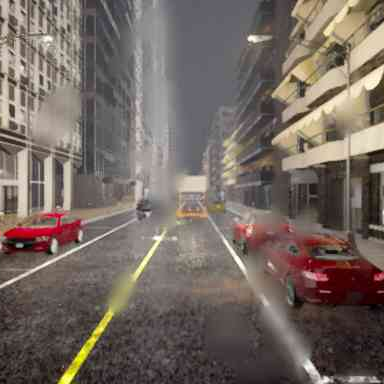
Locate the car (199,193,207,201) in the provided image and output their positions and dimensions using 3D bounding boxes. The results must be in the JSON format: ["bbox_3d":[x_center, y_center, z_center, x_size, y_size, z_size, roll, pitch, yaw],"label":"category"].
[{"bbox_3d":[2.678,1.354,64.061,1.967,1.590,4.097,0,0,0],"label":"car"}]

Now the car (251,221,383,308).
[{"bbox_3d":[2.690,1.569,7.576,1.802,1.307,4.206,0,0,0],"label":"car"}]

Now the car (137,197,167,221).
[{"bbox_3d":[-3.102,1.449,26.434,2.128,1.511,4.902,0,0,0],"label":"car"}]

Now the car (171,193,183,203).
[{"bbox_3d":[-3.019,1.166,67.064,2.150,2.045,5.566,0,0,0],"label":"car"}]

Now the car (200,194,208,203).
[{"bbox_3d":[2.680,1.475,52.765,2.008,1.369,4.403,0,0,0],"label":"car"}]

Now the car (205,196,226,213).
[{"bbox_3d":[2.684,1.470,35.988,1.752,1.417,4.829,0,0,0],"label":"car"}]

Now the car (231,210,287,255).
[{"bbox_3d":[2.688,1.418,13.225,1.967,1.590,4.097,0,0,0],"label":"car"}]

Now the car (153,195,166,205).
[{"bbox_3d":[-5.702,1.359,58.412,1.967,1.590,4.097,0,0,0],"label":"car"}]

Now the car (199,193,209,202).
[{"bbox_3d":[2.676,1.220,75.358,2.192,1.841,5.009,0,0,0],"label":"car"}]

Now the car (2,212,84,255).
[{"bbox_3d":[-5.692,1.522,13.223,1.887,1.381,4.507,0,0,0],"label":"car"}]

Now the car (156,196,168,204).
[{"bbox_3d":[-5.703,1.439,63.889,1.752,1.417,4.829,0,0,0],"label":"car"}]

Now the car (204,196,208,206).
[{"bbox_3d":[2.683,1.503,41.467,1.947,1.339,4.313,0,0,0],"label":"car"}]

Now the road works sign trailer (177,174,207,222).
[{"bbox_3d":[-0.005,0.423,25.879,2.380,3.560,2.880,0,0,0],"label":"road works sign trailer"}]
